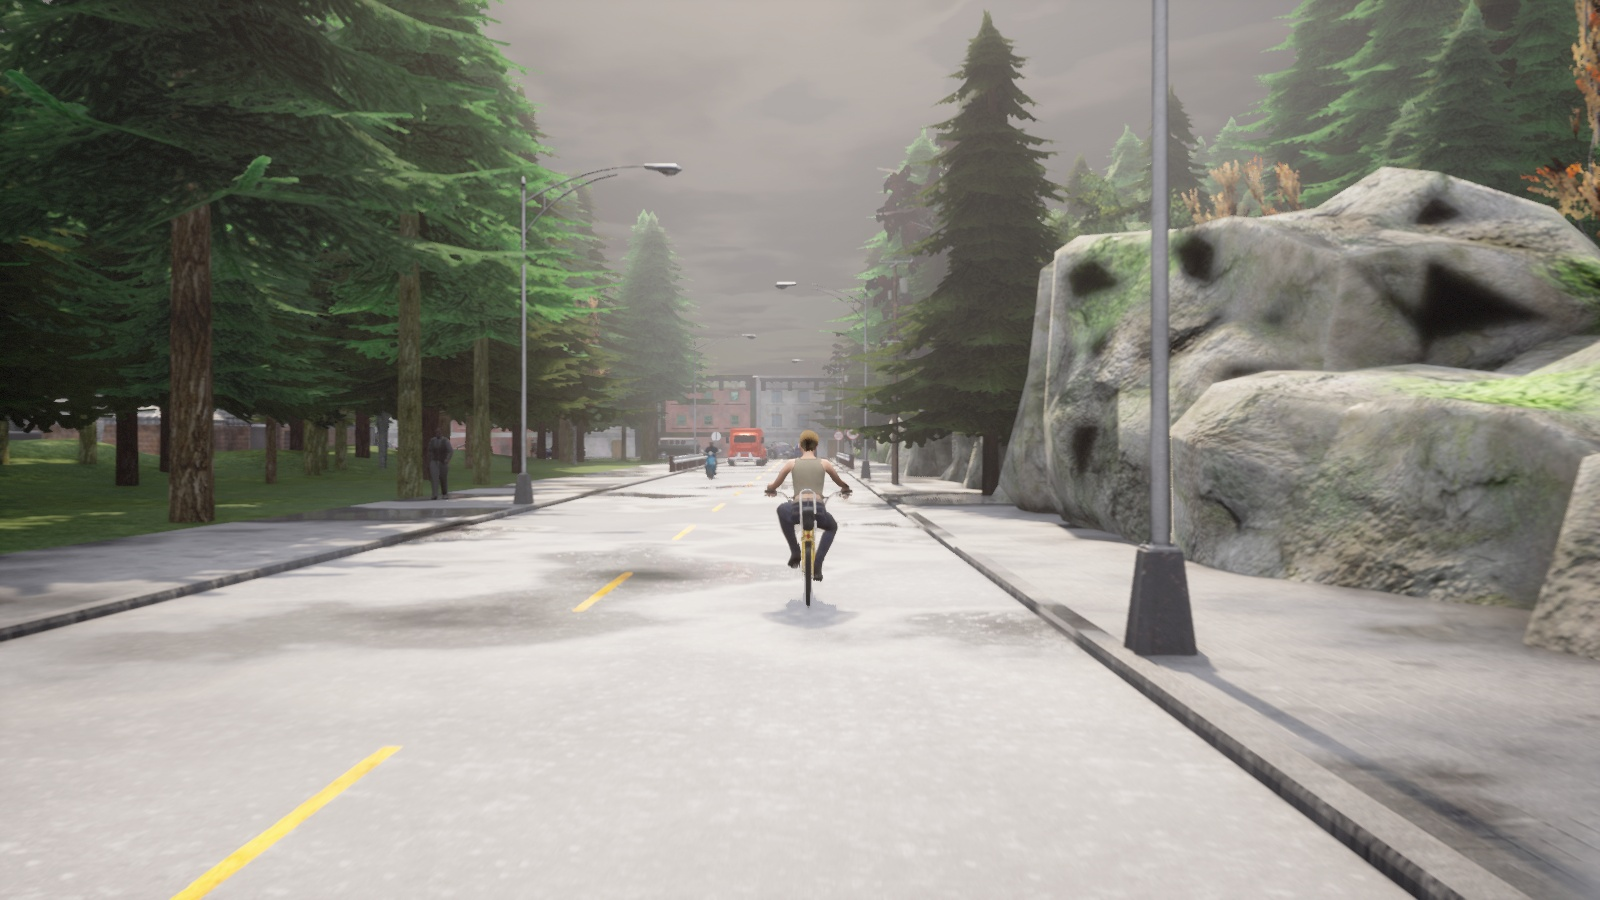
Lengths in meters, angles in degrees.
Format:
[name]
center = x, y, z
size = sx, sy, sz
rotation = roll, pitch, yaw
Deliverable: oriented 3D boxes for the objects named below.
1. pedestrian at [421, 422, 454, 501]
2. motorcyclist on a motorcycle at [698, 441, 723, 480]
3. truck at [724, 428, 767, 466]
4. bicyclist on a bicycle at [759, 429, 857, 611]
[pedestrian]
center = -8.739, 0.280, 30.322
size = 0.563, 1.883, 0.849
rotation = 0, 0, -2
[motorcyclist on a motorcycle]
center = -3.688, 0.408, 51.826
size = 0.866, 1.590, 1.817
rotation = 0, 0, 0
[truck]
center = -3.585, -0.204, 83.531
size = 2.627, 2.467, 5.204
rotation = 0, 0, 0
[bicyclist on a bicycle]
center = 0.079, 0.617, 11.895
size = 0.866, 1.612, 1.509
rotation = 0, 0, 1
